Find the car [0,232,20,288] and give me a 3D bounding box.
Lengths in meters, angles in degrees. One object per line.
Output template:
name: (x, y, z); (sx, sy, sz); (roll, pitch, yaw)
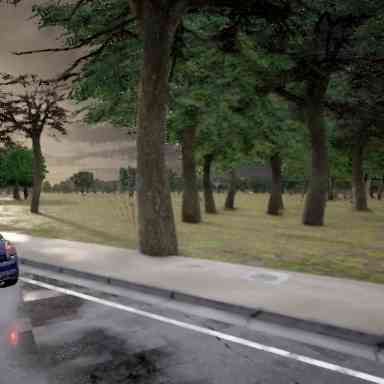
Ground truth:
car: (-6.253, 1.389, 8.143); (4.553, 1.767, 2.097); (0, 0, 36)
